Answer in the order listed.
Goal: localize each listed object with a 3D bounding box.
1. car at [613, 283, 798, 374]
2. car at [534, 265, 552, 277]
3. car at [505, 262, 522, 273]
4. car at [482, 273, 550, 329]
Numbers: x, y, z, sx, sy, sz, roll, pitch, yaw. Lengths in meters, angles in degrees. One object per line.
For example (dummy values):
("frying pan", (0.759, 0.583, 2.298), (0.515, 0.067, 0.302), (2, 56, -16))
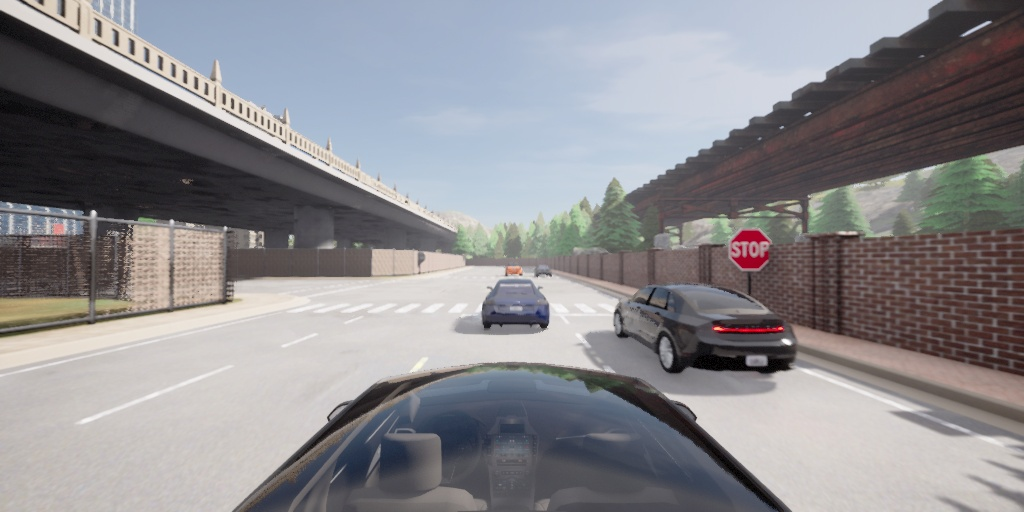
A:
("car", (3.605, 1.327, 7.711), (1.837, 1.490, 4.892), (0, -1, 0))
("car", (3.706, 1.800, 43.496), (2.033, 1.411, 5.357), (0, -1, -1))
("car", (0.177, 1.622, 45.044), (2.097, 1.767, 4.553), (0, -1, 0))
("car", (0.103, 1.435, 11.796), (1.994, 1.385, 4.181), (0, -1, 0))
